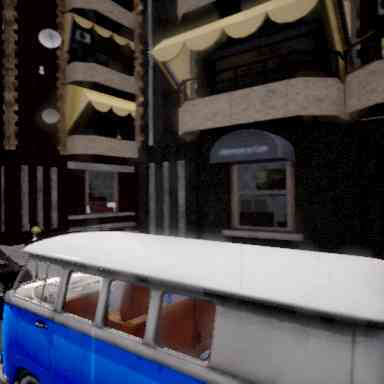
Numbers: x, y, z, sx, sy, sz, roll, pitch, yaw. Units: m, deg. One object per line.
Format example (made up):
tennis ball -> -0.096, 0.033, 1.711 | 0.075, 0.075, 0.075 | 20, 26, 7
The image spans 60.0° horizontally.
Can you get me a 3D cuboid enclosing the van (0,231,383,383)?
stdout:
van -> -0.125, 1.341, 2.981 | 3.998, 1.788, 1.690 | 0, -1, 36
